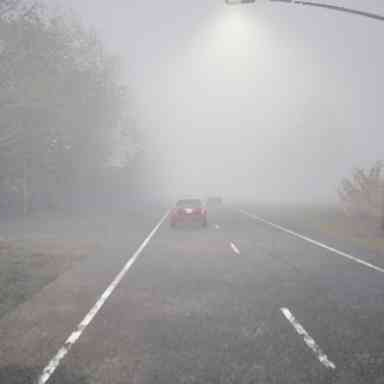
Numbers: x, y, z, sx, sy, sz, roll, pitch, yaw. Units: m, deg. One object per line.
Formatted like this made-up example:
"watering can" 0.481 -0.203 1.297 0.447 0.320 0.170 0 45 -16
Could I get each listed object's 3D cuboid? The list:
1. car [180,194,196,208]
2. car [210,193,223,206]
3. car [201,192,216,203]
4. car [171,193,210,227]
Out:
"car" -0.512 1.027 40.299 1.837 1.490 4.892 0 1 -1
"car" 2.845 0.957 42.951 1.882 1.535 5.008 0 1 -1
"car" 2.669 0.839 53.836 2.128 1.511 4.902 0 1 -1
"car" -0.196 1.107 20.985 2.097 1.767 4.553 0 1 -1
